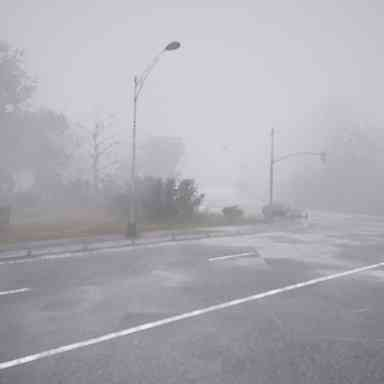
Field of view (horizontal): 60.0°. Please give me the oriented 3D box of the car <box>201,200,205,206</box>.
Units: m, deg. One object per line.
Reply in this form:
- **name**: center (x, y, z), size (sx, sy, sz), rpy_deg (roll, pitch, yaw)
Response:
- **car**: center (0.514, 1.355, 52.095), size (1.895, 1.301, 4.718), rpy_deg (1, 2, -15)

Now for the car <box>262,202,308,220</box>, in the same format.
- **car**: center (8.446, 1.724, 30.535), size (2.128, 1.511, 4.902), rpy_deg (2, 0, -26)
